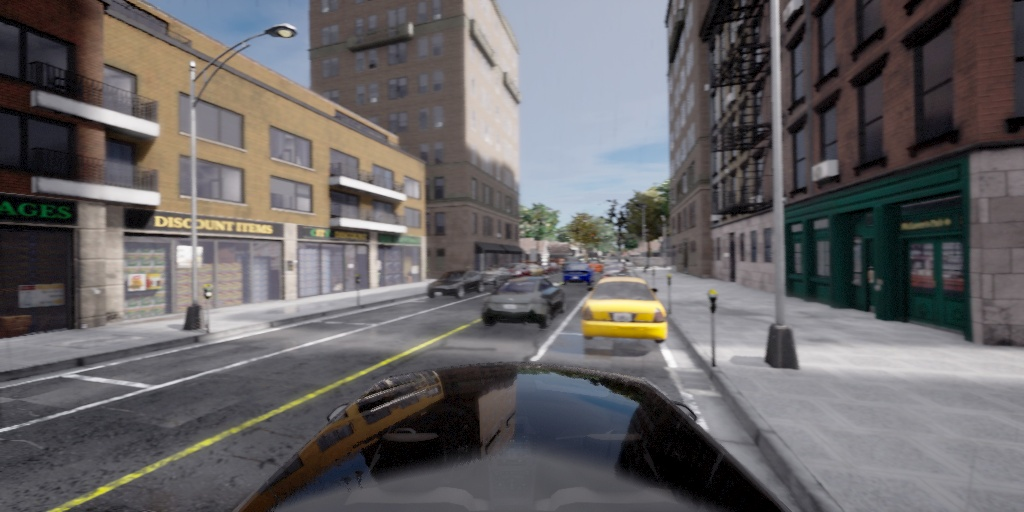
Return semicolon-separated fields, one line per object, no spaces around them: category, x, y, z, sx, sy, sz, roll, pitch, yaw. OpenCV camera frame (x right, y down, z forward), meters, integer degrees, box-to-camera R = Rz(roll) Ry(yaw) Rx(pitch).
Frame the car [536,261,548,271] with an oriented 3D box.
car;1.868;1.417;34.954;1.751;1.417;4.829;0;0;17

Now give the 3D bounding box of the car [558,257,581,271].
car;7.491;1.087;44.595;2.150;2.045;5.566;-1;-1;18

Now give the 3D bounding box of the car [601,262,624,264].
car;8.042;1.287;27.670;1.751;1.417;4.829;0;0;17

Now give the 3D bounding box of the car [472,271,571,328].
car;0.533;1.355;11.711;1.994;1.385;4.181;-1;0;17

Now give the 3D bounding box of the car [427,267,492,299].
car;-2.893;1.443;19.276;1.948;1.339;4.313;0;0;17

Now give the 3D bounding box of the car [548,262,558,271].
car;3.521;1.338;40.397;1.967;1.591;4.097;0;0;17

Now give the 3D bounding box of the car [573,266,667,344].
car;2.961;1.201;9.648;1.801;1.575;5.366;-1;0;17

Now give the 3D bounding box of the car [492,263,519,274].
car;-1.290;1.431;24.556;2.007;1.370;4.403;0;0;17

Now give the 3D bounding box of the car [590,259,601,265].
car;9.698;1.171;42.241;2.097;1.767;4.553;-1;0;17

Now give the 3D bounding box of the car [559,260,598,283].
car;4.964;1.277;26.302;1.882;1.535;5.008;-1;0;17

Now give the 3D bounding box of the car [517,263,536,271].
car;0.314;1.326;29.836;1.967;1.591;4.097;0;0;17

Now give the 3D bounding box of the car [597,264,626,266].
car;6.389;1.339;22.227;1.802;1.307;4.207;0;0;17
